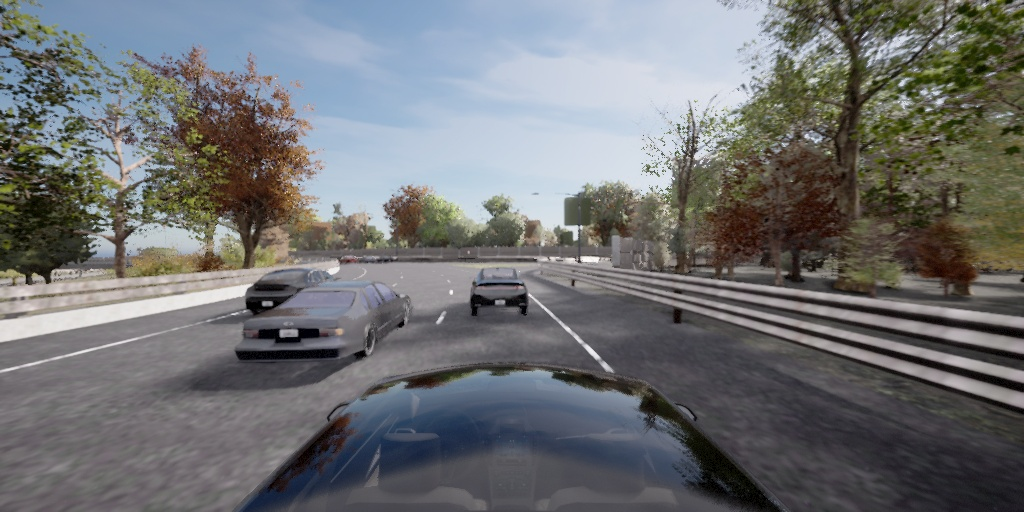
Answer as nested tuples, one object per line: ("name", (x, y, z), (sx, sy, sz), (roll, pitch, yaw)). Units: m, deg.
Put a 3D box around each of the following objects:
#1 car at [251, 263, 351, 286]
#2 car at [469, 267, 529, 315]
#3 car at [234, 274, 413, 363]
("car", (-7.730, 1.193, 13.347), (1.837, 1.490, 4.892), (0, 0, -6))
("car", (-0.517, 1.146, 13.058), (2.128, 1.511, 4.902), (0, 1, -4))
("car", (-3.721, 1.260, 8.240), (2.033, 1.411, 5.357), (0, 1, -4))
